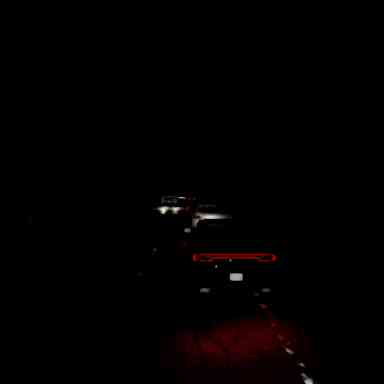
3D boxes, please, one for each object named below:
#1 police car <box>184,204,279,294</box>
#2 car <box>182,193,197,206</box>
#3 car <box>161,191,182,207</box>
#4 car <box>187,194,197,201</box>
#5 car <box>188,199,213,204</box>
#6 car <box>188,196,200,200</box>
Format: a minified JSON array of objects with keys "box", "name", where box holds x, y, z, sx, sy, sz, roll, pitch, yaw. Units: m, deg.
[{"box":[0.818,1.344,8.740,1.930,1.638,5.238,0,1,0],"name":"police car"},{"box":[0.003,1.094,46.092,2.128,1.511,4.902,0,0,0],"name":"car"},{"box":[-2.882,0.839,44.091,2.150,2.045,5.566,0,0,0],"name":"car"},{"box":[-0.049,1.064,65.184,1.895,1.301,4.718,0,0,0],"name":"car"},{"box":[0.811,1.356,18.631,1.812,1.442,4.674,0,1,0],"name":"car"},{"box":[0.806,1.283,24.630,1.837,1.490,4.892,0,0,0],"name":"car"}]
